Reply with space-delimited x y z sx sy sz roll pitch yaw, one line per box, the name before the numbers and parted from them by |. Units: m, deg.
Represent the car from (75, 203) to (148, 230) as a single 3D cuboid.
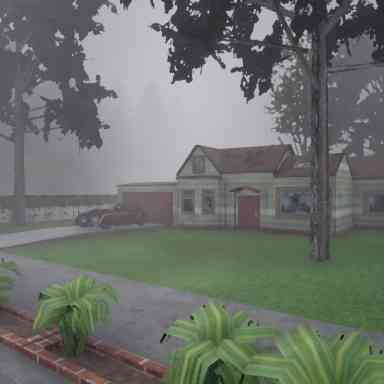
car | -4.458 1.300 18.838 1.994 1.381 4.181 0 0 36
